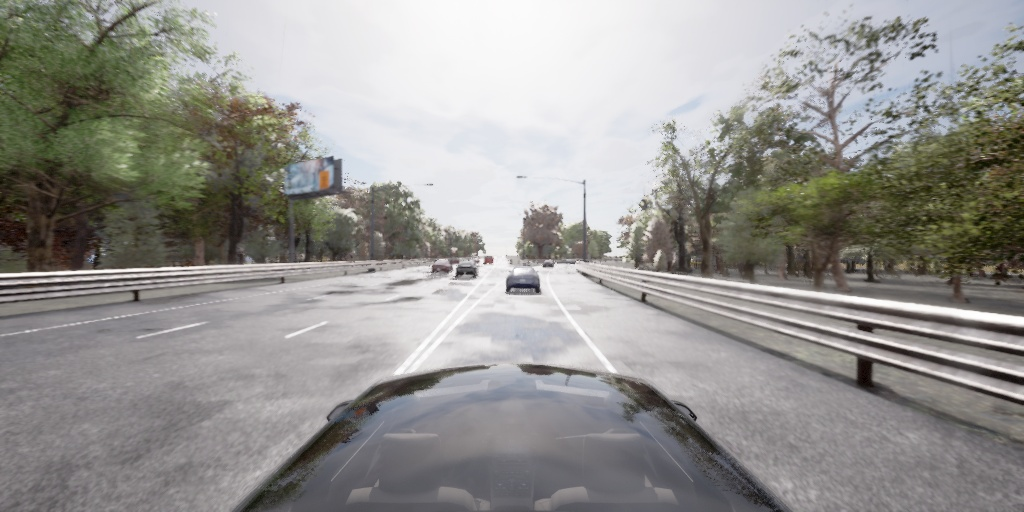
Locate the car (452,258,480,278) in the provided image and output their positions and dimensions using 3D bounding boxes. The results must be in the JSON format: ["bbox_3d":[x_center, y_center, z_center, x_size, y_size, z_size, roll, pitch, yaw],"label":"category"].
[{"bbox_3d":[-4.184,1.242,33.984,1.837,1.490,4.892,0,0,-1],"label":"car"}]

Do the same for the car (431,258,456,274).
[{"bbox_3d":[-7.826,1.249,40.319,1.812,1.442,4.674,0,0,-1],"label":"car"}]

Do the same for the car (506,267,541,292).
[{"bbox_3d":[0.711,1.318,21.662,1.994,1.385,4.181,0,0,4],"label":"car"}]
